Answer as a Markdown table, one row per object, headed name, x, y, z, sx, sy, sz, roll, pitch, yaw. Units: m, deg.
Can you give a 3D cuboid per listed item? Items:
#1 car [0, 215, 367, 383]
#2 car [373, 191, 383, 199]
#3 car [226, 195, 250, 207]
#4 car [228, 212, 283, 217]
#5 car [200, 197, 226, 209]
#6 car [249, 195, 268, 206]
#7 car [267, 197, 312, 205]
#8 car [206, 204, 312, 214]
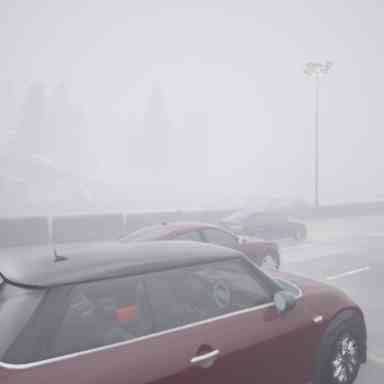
| name | x | y | z | sx | sy | sz | roll | pitch | yaw |
| --- | --- | --- | --- | --- | --- | --- | --- | --- | --- |
| car | -0.032 | 1.347 | 3.723 | 4.553 | 1.767 | 2.097 | 0 | 0 | -36 |
| car | 37.114 | 0.560 | 64.752 | 4.181 | 1.385 | 1.994 | -2 | 1 | -35 |
| car | 6.742 | 1.148 | 38.892 | 4.553 | 1.767 | 2.097 | -1 | 0 | -35 |
| car | 0.056 | 1.464 | 8.085 | 5.008 | 1.535 | 1.882 | 0 | 0 | -36 |
| car | 3.556 | 1.361 | 40.923 | 5.357 | 1.411 | 2.033 | -1 | 0 | -35 |
| car | 8.911 | 1.299 | 36.142 | 4.892 | 1.490 | 1.837 | -1 | 1 | -35 |
| car | 9.892 | 1.335 | 32.545 | 4.674 | 1.442 | 1.812 | -1 | 0 | -35 |
| car | 3.017 | 1.481 | 14.518 | 4.674 | 1.442 | 1.812 | 0 | 0 | -36 |
